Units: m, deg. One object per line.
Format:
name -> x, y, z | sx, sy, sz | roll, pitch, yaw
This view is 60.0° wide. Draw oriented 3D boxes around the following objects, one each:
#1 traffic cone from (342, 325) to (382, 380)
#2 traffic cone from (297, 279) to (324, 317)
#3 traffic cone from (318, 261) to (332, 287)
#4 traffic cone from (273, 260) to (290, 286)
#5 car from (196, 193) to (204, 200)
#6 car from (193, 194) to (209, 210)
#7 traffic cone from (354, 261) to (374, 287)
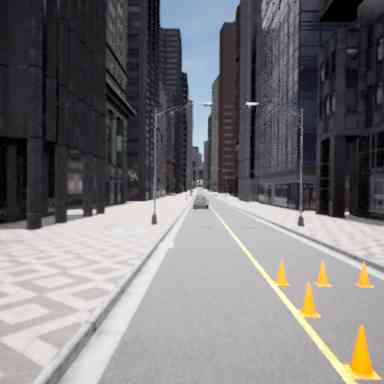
traffic cone -> 2.129, 1.977, 4.184 | 0.340, 0.580, 0.340 | 1, 0, 1
traffic cone -> 2.168, 1.975, 6.183 | 0.340, 0.580, 0.340 | 1, 0, 1
traffic cone -> 3.207, 1.986, 8.163 | 0.340, 0.580, 0.340 | 1, 0, 1
traffic cone -> 2.208, 1.974, 8.183 | 0.340, 0.580, 0.340 | 1, 0, 1
car -> 2.089, 1.235, 89.638 | 2.097, 1.767, 4.553 | 1, 0, 1
car -> 1.185, 1.334, 43.616 | 2.097, 1.767, 4.553 | 1, 0, 1
traffic cone -> 4.207, 1.997, 8.144 | 0.340, 0.580, 0.340 | 1, 0, 1
